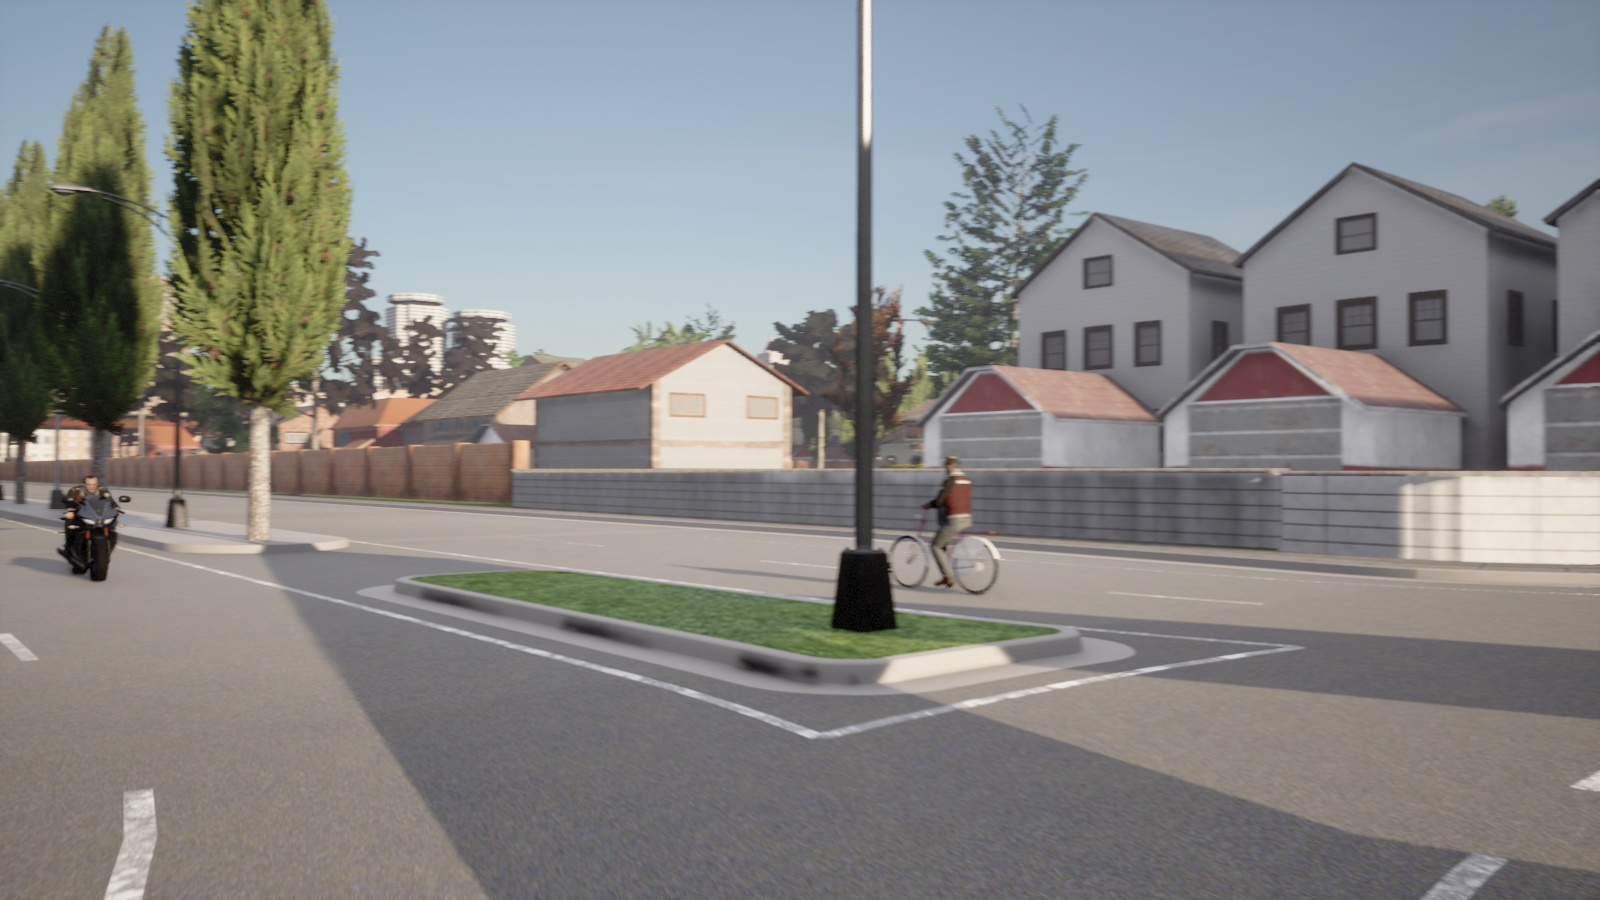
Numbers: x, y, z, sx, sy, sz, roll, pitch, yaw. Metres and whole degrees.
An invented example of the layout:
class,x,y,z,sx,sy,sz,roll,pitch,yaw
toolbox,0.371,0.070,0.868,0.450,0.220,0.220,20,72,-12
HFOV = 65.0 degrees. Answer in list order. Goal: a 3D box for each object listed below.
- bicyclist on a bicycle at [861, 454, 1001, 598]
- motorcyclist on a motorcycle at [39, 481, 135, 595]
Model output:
class,x,y,z,sx,sy,sz,roll,pitch,yaw
bicyclist on a bicycle,1.683,0.954,16.382,0.659,1.776,1.843,1,-1,-43
motorcyclist on a motorcycle,-10.331,1.226,18.153,0.866,1.530,2.191,0,-1,-39
